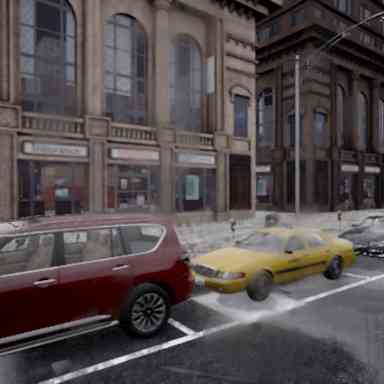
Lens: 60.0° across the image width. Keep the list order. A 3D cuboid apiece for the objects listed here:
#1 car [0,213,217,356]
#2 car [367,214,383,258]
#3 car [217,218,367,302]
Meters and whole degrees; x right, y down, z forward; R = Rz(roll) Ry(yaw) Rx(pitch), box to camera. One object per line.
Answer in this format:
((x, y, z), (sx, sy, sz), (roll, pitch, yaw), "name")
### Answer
((-2.294, 1.308, 5.009), (5.009, 1.841, 2.192), (-1, 1, -36), "car")
((6.823, 1.454, 11.524), (4.403, 1.369, 2.008), (-1, 1, -36), "car")
((2.127, 1.475, 8.169), (4.829, 1.417, 1.752), (-1, 1, -36), "car")
